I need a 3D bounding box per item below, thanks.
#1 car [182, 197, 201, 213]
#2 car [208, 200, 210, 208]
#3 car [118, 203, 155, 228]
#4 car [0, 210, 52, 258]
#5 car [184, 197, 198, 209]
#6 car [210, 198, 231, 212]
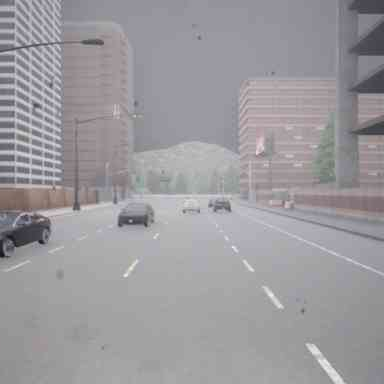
[{"bbox_3d":[-0.062,1.522,37.120,1.812,1.442,4.674,0,0,0],"label":"car"},{"bbox_3d":[3.330,1.596,47.953,1.895,1.301,4.718,0,0,0],"label":"car"},{"bbox_3d":[-3.629,1.475,22.354,1.882,1.535,5.008,0,0,0],"label":"car"},{"bbox_3d":[-7.137,1.490,12.826,2.128,1.511,4.902,0,0,0],"label":"car"},{"bbox_3d":[-0.114,1.472,47.379,1.882,1.535,5.008,0,0,0],"label":"car"},{"bbox_3d":[3.410,1.501,38.430,1.837,1.490,4.892,0,0,0],"label":"car"}]
